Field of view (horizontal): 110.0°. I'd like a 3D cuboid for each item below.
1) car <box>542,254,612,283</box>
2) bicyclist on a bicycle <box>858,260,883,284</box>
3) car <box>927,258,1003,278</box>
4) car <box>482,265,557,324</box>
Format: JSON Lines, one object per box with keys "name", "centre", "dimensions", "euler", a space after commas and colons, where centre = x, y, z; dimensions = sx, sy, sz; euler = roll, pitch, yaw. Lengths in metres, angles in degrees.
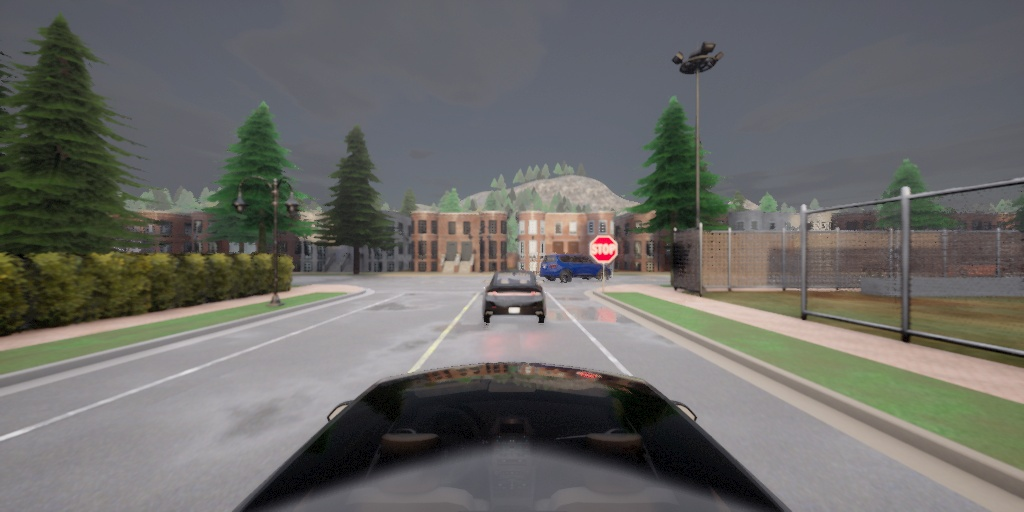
{"name": "car", "centre": [4.832, 0.919, 27.091], "dimensions": [5.566, 2.045, 2.150], "euler": [0, -2, -24]}
{"name": "bicyclist on a bicycle", "centre": [21.727, 1.010, 21.726], "dimensions": [0.582, 1.620, 1.656], "euler": [0, 0, 0]}
{"name": "car", "centre": [38.805, 1.049, 30.790], "dimensions": [4.553, 1.767, 2.097], "euler": [0, 0, 0]}
{"name": "car", "centre": [0.071, 1.229, 11.922], "dimensions": [2.128, 1.511, 4.902], "euler": [0, 0, 0]}
